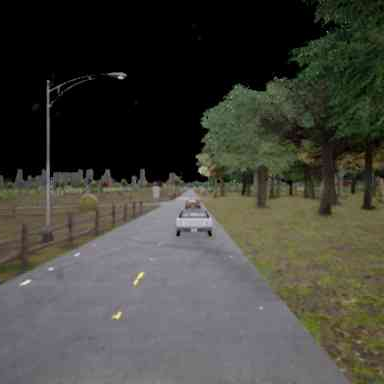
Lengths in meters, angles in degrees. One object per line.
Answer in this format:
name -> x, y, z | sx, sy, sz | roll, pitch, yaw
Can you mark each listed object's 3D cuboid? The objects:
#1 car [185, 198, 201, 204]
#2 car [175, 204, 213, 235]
car -> 0.124, 1.474, 39.575 | 1.812, 1.442, 4.674 | 0, 0, 0
car -> 0.104, 1.597, 18.613 | 1.895, 1.301, 4.718 | 0, 0, 0
